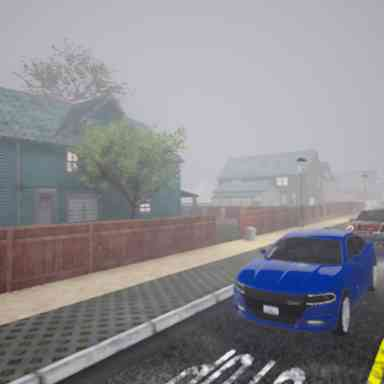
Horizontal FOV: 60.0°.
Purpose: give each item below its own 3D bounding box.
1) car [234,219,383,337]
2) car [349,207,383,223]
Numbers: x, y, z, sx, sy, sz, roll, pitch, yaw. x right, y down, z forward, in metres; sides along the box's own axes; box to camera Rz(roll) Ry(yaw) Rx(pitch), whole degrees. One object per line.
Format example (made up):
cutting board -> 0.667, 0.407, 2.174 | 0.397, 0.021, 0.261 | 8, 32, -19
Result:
car -> 2.703, 1.589, 7.222 | 1.882, 1.535, 5.008 | -2, -1, 36
car -> 8.262, 1.525, 14.764 | 2.097, 1.767, 4.553 | -2, -2, 36
